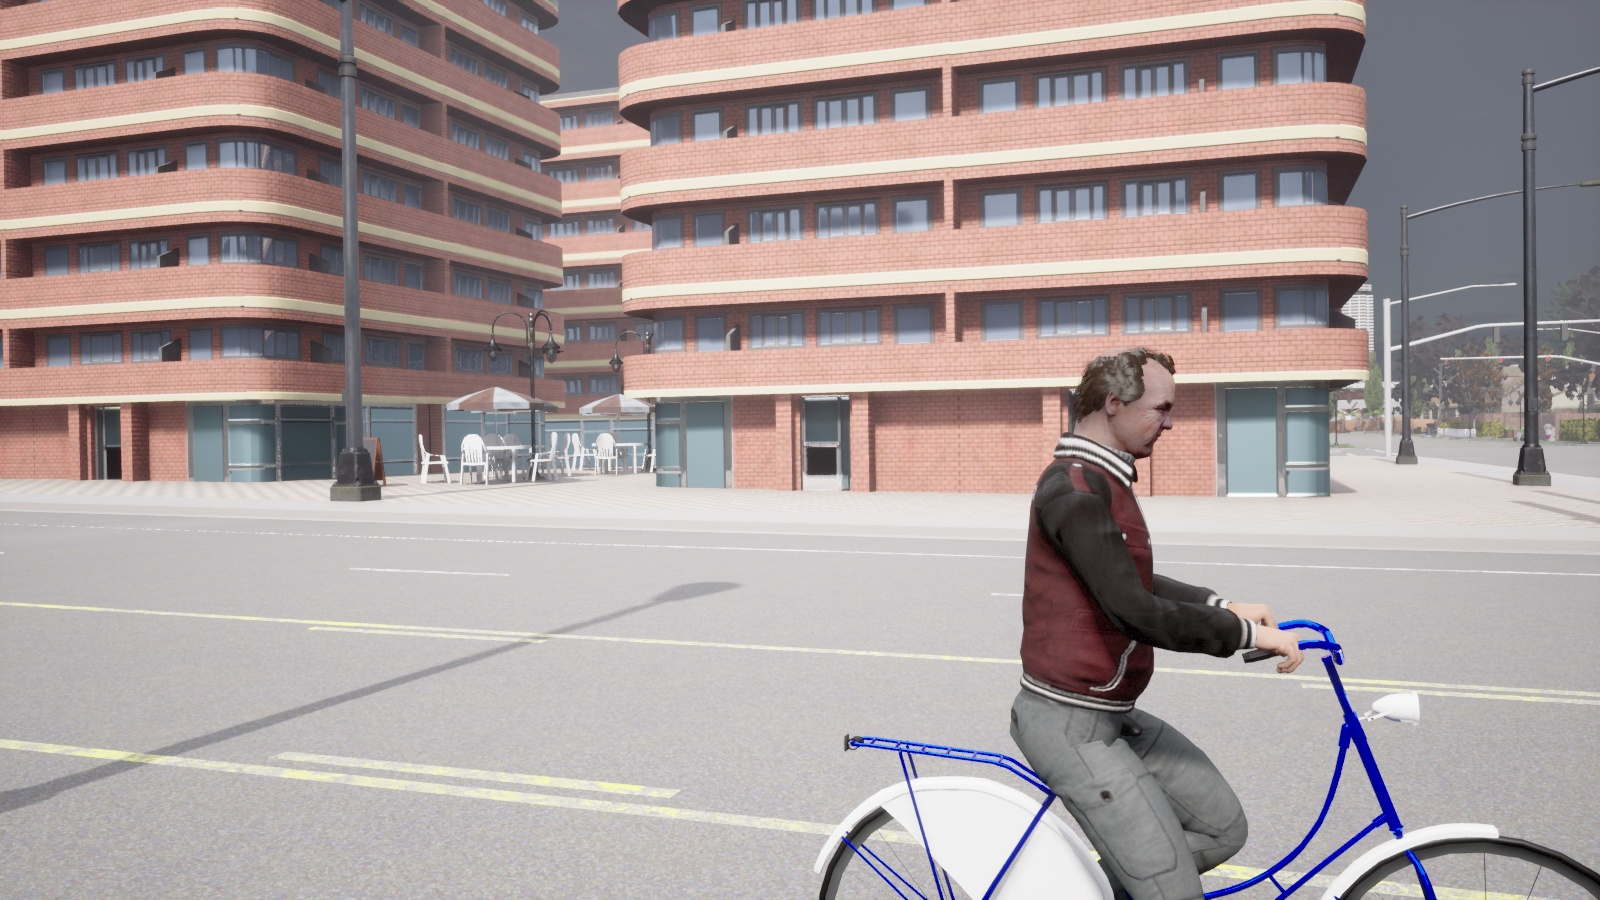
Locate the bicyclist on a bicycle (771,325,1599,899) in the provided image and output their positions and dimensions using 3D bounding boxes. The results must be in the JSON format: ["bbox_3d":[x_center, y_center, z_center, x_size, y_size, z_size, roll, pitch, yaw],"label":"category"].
[{"bbox_3d":[0.913,0.654,2.814,1.843,1.776,0.659,0,1,18],"label":"bicyclist on a bicycle"}]
